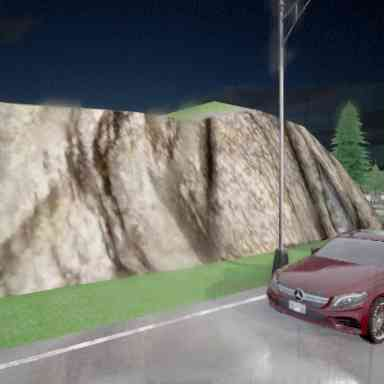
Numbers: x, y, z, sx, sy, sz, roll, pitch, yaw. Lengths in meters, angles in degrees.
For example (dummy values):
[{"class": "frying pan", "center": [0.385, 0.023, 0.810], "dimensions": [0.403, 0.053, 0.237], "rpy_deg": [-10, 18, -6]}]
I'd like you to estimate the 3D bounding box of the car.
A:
[{"class": "car", "center": [3.525, 1.526, 6.531], "dimensions": [4.674, 1.442, 1.812], "rpy_deg": [0, 0, -36]}]
